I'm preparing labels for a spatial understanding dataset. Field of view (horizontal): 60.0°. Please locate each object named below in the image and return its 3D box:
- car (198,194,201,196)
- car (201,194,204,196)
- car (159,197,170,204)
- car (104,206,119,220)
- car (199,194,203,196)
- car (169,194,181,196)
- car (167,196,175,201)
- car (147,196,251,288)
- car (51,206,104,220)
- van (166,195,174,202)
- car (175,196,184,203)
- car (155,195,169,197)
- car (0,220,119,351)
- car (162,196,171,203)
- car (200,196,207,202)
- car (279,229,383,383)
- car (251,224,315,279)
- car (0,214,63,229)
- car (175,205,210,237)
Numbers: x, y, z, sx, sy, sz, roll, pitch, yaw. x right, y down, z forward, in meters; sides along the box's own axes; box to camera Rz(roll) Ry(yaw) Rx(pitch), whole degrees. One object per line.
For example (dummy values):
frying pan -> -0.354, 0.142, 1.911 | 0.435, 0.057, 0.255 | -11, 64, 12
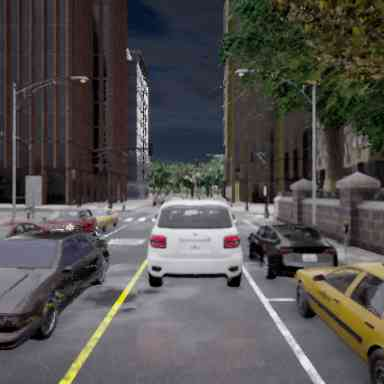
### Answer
car -> 2.858, 1.753, 74.538 | 1.887, 1.381, 4.507 | 0, 0, 0
car -> 2.830, 1.583, 52.788 | 1.967, 1.590, 4.097 | 0, 0, 0
car -> -5.674, 1.773, 69.112 | 1.802, 1.307, 4.206 | 0, 0, 0
car -> -5.738, 1.578, 20.659 | 1.752, 1.417, 4.829 | 0, 0, 0
car -> 2.851, 1.742, 69.100 | 2.008, 1.369, 4.403 | 0, 0, 0
car -> -2.960, 1.390, 62.429 | 2.150, 2.045, 5.566 | 0, 0, 1
car -> -5.646, 1.810, 90.862 | 2.008, 1.369, 4.403 | 0, 0, 0
car -> 0.078, 1.241, 9.510 | 2.150, 2.045, 5.566 | 0, -1, 0
car -> -5.745, 1.479, 15.372 | 1.967, 1.590, 4.097 | 0, 0, 0
van -> -5.653, 1.583, 85.425 | 1.690, 1.788, 3.998 | 0, 0, 0
car -> -2.898, 1.767, 78.622 | 1.994, 1.385, 4.181 | 0, 0, 0
car -> -5.689, 1.473, 58.237 | 2.192, 1.841, 5.009 | 0, 0, 0
car -> -3.089, 1.565, 6.815 | 2.033, 1.411, 5.357 | 0, 0, 0
car -> -5.667, 1.732, 74.380 | 1.752, 1.417, 4.829 | 0, 0, 0
car -> 2.873, 1.768, 85.583 | 1.752, 1.417, 4.829 | 0, 0, 0
car -> 2.766, 1.537, 4.619 | 1.752, 1.417, 4.829 | 0, 0, 0
car -> 2.773, 1.591, 9.906 | 1.947, 1.339, 4.313 | 0, 0, 0
car -> -5.752, 1.569, 9.915 | 1.887, 1.381, 4.507 | 0, 0, 0
car -> 0.048, 1.575, 19.147 | 1.812, 1.442, 4.674 | 0, 0, 1
